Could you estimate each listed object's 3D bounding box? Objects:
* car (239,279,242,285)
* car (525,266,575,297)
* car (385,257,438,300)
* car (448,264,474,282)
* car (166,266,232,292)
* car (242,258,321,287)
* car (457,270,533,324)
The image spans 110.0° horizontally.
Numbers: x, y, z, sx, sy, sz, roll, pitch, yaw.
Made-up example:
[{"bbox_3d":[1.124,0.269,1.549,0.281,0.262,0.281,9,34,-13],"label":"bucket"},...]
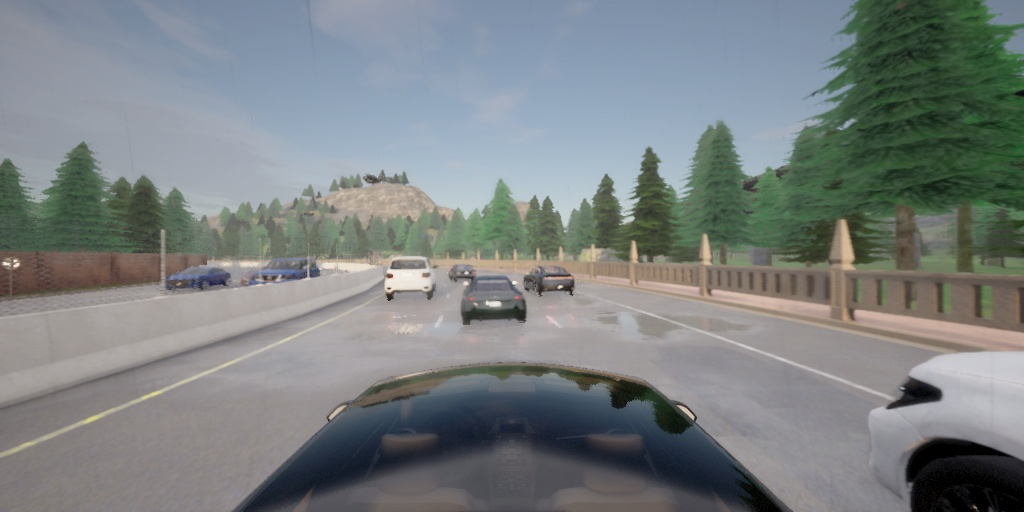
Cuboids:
[{"bbox_3d":[-17.824,1.481,26.108,1.812,1.442,4.674,0,0,-16],"label":"car"},{"bbox_3d":[1.849,1.258,19.141,2.128,1.511,4.902,0,0,-10],"label":"car"},{"bbox_3d":[-5.110,1.050,18.611,2.150,2.045,5.566,0,0,-10],"label":"car"},{"bbox_3d":[-4.206,1.389,30.141,2.033,1.411,5.357,0,0,-16],"label":"car"},{"bbox_3d":[-20.904,1.456,24.164,1.882,1.535,5.008,0,0,-16],"label":"car"},{"bbox_3d":[-12.840,1.124,20.736,2.150,2.045,5.566,0,0,-13],"label":"car"},{"bbox_3d":[-0.697,1.340,12.152,1.994,1.385,4.181,0,0,-6],"label":"car"}]
